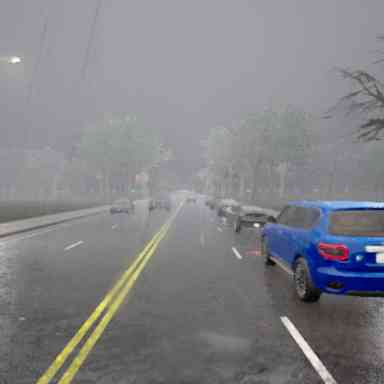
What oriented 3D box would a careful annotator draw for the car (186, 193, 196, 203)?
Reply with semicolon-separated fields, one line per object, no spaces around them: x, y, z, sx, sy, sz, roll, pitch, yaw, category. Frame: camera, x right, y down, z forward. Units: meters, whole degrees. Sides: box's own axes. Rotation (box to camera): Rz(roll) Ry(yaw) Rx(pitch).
-0.180;1.343;61.266;1.812;1.442;4.674;0;0;0;car

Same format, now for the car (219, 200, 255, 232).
3.097;1.446;19.590;1.837;1.490;4.892;1;0;-6;car

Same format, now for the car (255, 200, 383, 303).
3.249;1.195;8.281;2.150;2.045;5.566;0;0;0;car

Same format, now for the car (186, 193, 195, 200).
-0.323;1.109;80.880;2.097;1.767;4.553;0;0;0;car

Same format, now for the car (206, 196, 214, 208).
3.168;1.307;41.267;2.033;1.649;4.856;0;0;0;car

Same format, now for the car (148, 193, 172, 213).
-3.407;1.110;36.463;2.150;2.045;5.566;0;0;0;car

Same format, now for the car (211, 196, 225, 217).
3.207;1.412;30.292;2.163;1.488;4.792;0;0;0;car

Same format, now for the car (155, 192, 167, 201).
-6.761;0.927;72.784;2.097;1.767;4.553;0;0;0;car

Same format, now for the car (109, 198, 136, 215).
-6.646;1.408;32.147;1.837;1.490;4.892;0;0;0;car
